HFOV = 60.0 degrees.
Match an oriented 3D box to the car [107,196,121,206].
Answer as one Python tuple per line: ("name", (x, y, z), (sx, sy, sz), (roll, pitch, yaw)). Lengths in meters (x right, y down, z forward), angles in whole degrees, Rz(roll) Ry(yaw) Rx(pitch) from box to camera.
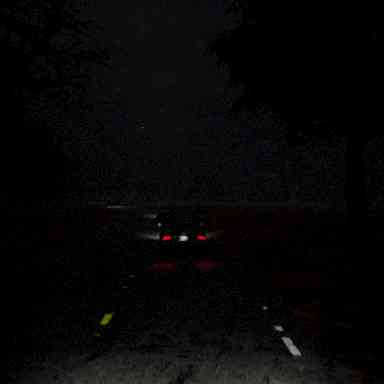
("car", (-16.163, 1.879, 68.634), (2.150, 2.045, 5.566), (0, -1, -21))

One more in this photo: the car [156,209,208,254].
("car", (-0.458, 1.681, 14.108), (2.033, 1.411, 5.357), (0, -1, -4))

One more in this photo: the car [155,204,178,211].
("car", (-2.216, 1.771, 29.429), (2.128, 1.511, 4.902), (0, 0, -9))
